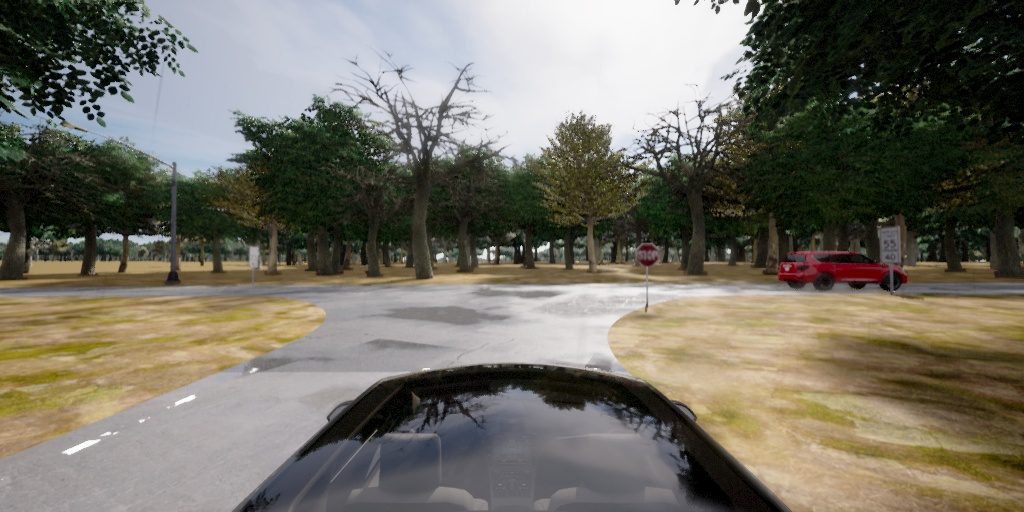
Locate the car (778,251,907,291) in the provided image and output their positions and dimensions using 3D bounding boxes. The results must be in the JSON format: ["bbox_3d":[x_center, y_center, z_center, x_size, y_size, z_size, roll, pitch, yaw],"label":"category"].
[{"bbox_3d":[17.534,0.786,19.259,5.566,2.045,2.150,0,-2,2],"label":"car"}]
